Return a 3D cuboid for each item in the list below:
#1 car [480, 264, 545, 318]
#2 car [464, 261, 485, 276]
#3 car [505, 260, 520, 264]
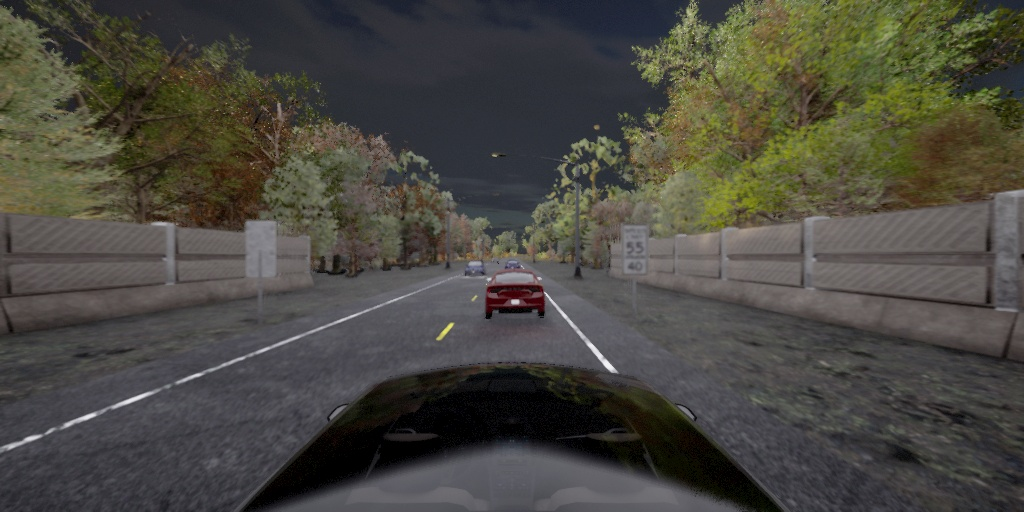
[{"bbox_3d":[0.089,1.202,12.914,1.882,1.535,5.008,-1,0,0],"label":"car"},{"bbox_3d":[-3.603,1.209,35.709,1.812,1.442,4.674,0,0,0],"label":"car"},{"bbox_3d":[0.081,1.184,44.059,1.812,1.442,4.674,0,0,0],"label":"car"}]
